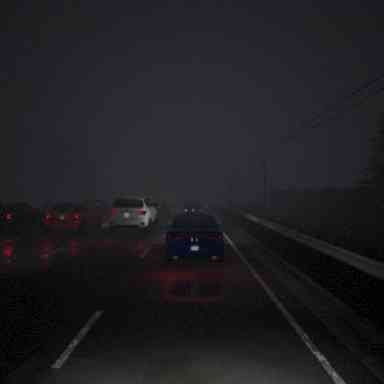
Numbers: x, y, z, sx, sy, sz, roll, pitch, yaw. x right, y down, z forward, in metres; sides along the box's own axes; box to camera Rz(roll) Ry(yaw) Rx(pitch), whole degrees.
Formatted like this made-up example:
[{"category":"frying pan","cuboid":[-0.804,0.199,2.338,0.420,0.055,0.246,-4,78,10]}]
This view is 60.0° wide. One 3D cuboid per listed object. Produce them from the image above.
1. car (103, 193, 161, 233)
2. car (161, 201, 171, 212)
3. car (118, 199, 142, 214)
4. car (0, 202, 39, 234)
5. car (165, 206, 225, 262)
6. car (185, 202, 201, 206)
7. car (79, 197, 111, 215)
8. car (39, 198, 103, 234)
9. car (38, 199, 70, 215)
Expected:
[{"category":"car","cuboid":[-3.401,1.260,19.998,2.150,2.045,5.566,0,0,0]},{"category":"car","cuboid":[-3.402,1.634,37.135,1.994,1.385,4.181,0,0,0]},{"category":"car","cuboid":[-6.915,1.596,37.294,1.812,1.442,4.674,0,0,0]},{"category":"car","cuboid":[-10.403,1.389,19.605,2.097,1.767,4.553,0,0,0]},{"category":"car","cuboid":[0.091,1.501,12.301,1.882,1.535,5.008,0,0,0]},{"category":"car","cuboid":[0.097,1.606,30.845,2.033,1.411,5.357,0,0,0]},{"category":"car","cuboid":[-10.403,1.420,36.005,2.097,1.767,4.553,0,0,0]},{"category":"car","cuboid":[-6.903,1.389,19.812,2.097,1.767,4.553,0,0,0]},{"category":"car","cuboid":[-14.919,1.560,36.212,2.128,1.511,4.902,0,0,-10]}]
